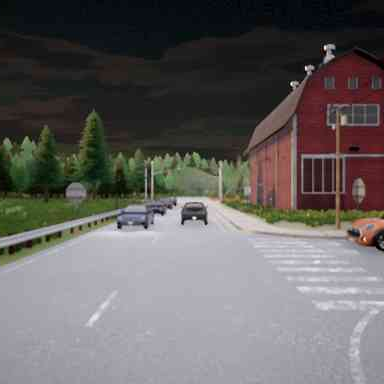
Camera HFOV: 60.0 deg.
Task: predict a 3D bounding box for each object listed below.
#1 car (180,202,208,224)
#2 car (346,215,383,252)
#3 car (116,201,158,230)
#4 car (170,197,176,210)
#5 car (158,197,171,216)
[{"bbox_3d":[0.168,1.502,24.940,1.837,1.490,4.892,0,0,0],"label":"car"},{"bbox_3d":[8.678,1.350,13.278,4.553,1.767,2.097,0,0,4],"label":"car"},{"bbox_3d":[-3.541,1.523,21.448,1.812,1.442,4.674,0,0,0],"label":"car"},{"bbox_3d":[-3.476,1.500,43.204,1.837,1.490,4.892,0,0,0],"label":"car"},{"bbox_3d":[-3.507,1.544,32.702,2.033,1.411,5.357,0,0,0],"label":"car"}]
